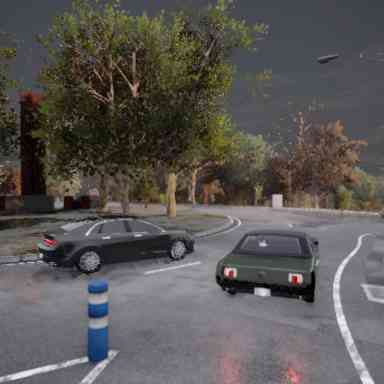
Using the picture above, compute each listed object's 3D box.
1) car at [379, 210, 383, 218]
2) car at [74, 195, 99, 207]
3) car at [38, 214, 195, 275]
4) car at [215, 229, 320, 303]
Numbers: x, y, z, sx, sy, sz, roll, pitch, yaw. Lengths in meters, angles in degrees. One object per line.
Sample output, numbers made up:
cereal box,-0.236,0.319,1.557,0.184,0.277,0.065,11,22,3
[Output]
car,16.982,1.707,25.463,4.718,1.301,1.895,3,-1,-15
car,-14.704,1.139,44.738,4.553,1.767,2.097,0,1,2
car,-2.147,1.472,10.453,4.892,1.490,1.837,0,2,-36
car,2.151,1.576,8.289,1.895,1.301,4.718,0,0,22
